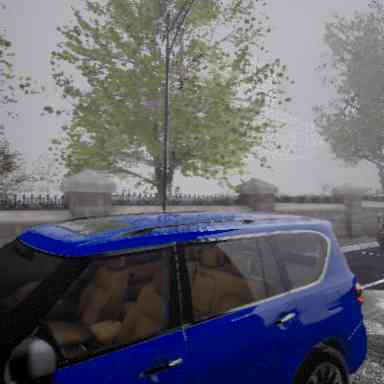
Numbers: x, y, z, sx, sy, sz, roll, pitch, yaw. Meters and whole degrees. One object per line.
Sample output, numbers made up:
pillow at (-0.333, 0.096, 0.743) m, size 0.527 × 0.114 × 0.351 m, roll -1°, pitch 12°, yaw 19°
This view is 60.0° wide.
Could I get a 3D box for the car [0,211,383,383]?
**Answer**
car at (-0.704, 1.245, 2.862) m, size 5.566 × 2.045 × 2.150 m, roll 1°, pitch -1°, yaw -36°
